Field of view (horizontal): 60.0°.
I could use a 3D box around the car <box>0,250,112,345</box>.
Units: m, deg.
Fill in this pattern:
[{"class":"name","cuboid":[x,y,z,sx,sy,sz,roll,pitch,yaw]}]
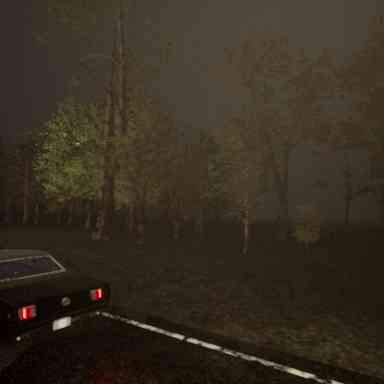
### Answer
[{"class":"car","cuboid":[-3.824,1.810,6.469,4.718,1.301,1.895,-2,-3,35]}]
